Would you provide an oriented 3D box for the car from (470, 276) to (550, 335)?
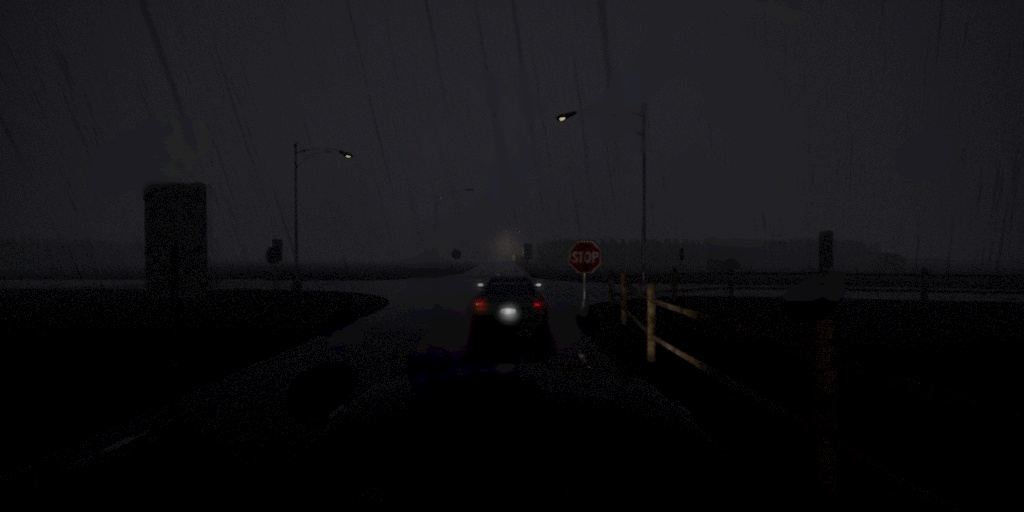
[{"bbox_3d":[-0.057,1.249,10.241,1.994,1.385,4.181,0,0,0],"label":"car"}]
